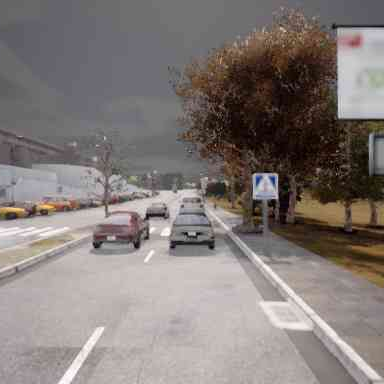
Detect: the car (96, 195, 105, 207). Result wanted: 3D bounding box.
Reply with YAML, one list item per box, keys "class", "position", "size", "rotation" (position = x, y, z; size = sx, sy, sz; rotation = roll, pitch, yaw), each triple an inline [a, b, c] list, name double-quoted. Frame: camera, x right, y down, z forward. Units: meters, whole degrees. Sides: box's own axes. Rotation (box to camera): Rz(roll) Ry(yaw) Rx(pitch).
- class: "car"
  position: [-16.698, 1.668, 51.666]
  size: [5.366, 1.575, 1.946]
  rotation: [-1, 0, -20]

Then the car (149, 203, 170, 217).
- class: "car"
  position: [-3.000, 1.654, 29.655]
  size: [2.033, 1.411, 5.357]
  rotation: [0, 0, 0]

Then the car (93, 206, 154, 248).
- class: "car"
  position: [-3.000, 1.549, 14.653]
  size: [1.812, 1.442, 4.674]
  rotation: [0, 0, 0]

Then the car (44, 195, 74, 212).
- class: "car"
  position: [-16.850, 1.523, 39.665]
  size: [4.553, 1.767, 2.185]
  rotation: [-1, 0, -20]

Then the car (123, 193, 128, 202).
- class: "car"
  position: [-16.838, 1.328, 69.516]
  size: [5.566, 2.045, 2.435]
  rotation: [-1, 0, -20]

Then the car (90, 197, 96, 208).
- class: "car"
  position: [-16.898, 1.706, 48.596]
  size: [4.792, 1.488, 2.163]
  rotation: [-1, 0, -20]

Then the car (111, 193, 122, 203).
- class: "car"
  position: [-16.892, 1.374, 63.520]
  size: [5.566, 2.045, 2.435]
  rotation: [-1, 1, -20]

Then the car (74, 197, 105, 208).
- class: "car"
  position: [-16.841, 1.697, 54.593]
  size: [4.792, 1.488, 2.163]
  rotation: [-1, 0, -20]

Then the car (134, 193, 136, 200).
- class: "car"
  position: [-16.847, 1.528, 81.433]
  size: [4.674, 1.452, 2.002]
  rotation: [-1, 1, -20]

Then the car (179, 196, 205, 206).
- class: "car"
  position: [0.000, 1.349, 29.688]
  size: [2.150, 2.045, 5.566]
  rotation: [0, 0, 0]

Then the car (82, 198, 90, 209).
- class: "car"
  position: [-16.869, 1.710, 45.624]
  size: [4.674, 1.452, 2.002]
  rotation: [-1, 0, -20]

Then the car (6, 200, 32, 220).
- class: "car"
  position: [-16.712, 1.564, 27.788]
  size: [5.366, 1.575, 1.946]
  rotation: [-1, -1, -20]

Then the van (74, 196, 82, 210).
- class: "van"
  position: [-16.771, 1.436, 42.693]
  size: [4.442, 1.987, 1.878]
  rotation: [-1, -1, -20]

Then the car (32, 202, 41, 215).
- class: "car"
  position: [-16.909, 1.620, 30.693]
  size: [4.792, 1.488, 2.163]
  rotation: [-1, 0, -20]

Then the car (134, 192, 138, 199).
- class: "car"
  position: [-16.824, 1.494, 84.452]
  size: [4.792, 1.488, 2.163]
  rotation: [-1, 0, -20]

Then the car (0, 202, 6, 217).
- class: "car"
  position: [-16.882, 1.591, 24.740]
  size: [4.674, 1.452, 2.002]
  rotation: [-1, 0, -20]

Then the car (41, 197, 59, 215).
- class: "car"
  position: [-16.708, 1.606, 33.755]
  size: [5.366, 1.575, 1.946]
  rotation: [-1, -1, -20]

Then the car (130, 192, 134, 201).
- class: "car"
  position: [-16.826, 1.385, 78.460]
  size: [4.553, 1.767, 2.185]
  rotation: [-1, 1, -20]

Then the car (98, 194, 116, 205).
- class: "car"
  position: [-16.861, 1.682, 60.550]
  size: [4.674, 1.452, 2.002]
  rotation: [-1, 1, -20]

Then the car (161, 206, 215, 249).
- class: "car"
  position: [0.000, 1.580, 14.653]
  size: [2.033, 1.411, 5.357]
  rotation: [0, 0, 0]
